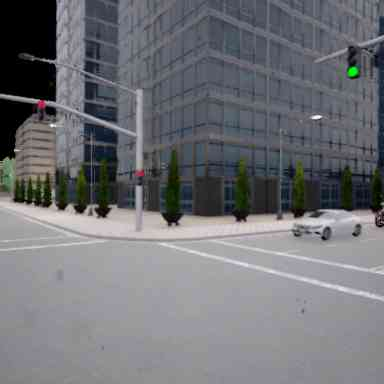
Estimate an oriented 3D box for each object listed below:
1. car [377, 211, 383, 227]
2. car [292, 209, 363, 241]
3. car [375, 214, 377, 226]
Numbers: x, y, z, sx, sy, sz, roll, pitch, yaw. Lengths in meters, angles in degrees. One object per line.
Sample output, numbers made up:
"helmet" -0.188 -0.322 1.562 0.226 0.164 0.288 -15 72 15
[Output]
"car" 11.282 1.721 16.347 4.181 1.385 1.994 0 0 -35
"car" 7.362 1.666 17.847 4.674 1.442 1.812 0 0 -35
"car" 14.633 1.554 23.039 4.553 1.767 2.097 0 0 -35
